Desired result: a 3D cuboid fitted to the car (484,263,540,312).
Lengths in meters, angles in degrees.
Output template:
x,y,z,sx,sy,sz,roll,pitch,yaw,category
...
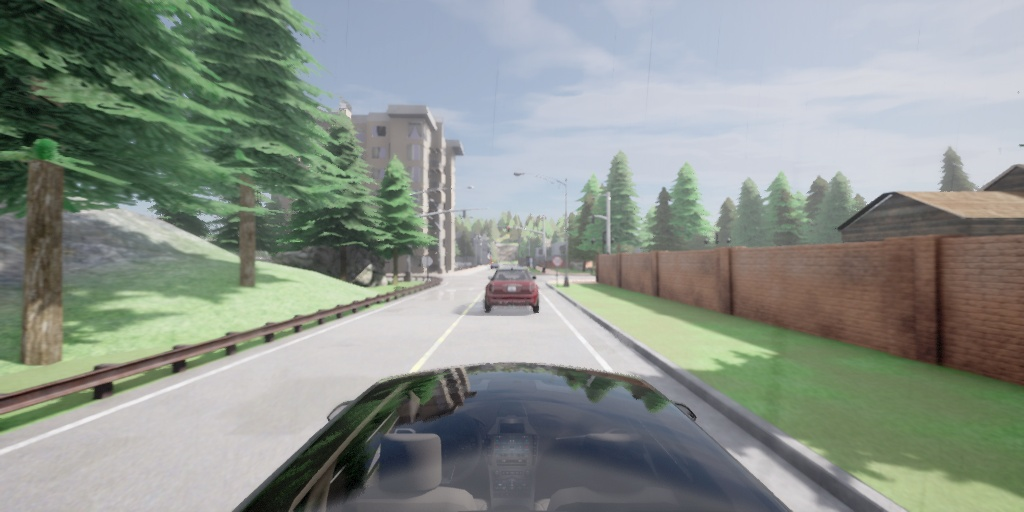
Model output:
x,y,z,sx,sy,sz,roll,pitch,yaw,category
0.012,1.249,15.252,2.097,1.767,4.553,0,-1,0,car
